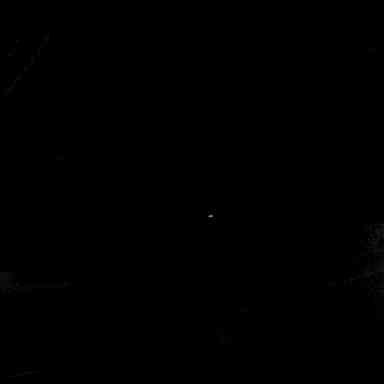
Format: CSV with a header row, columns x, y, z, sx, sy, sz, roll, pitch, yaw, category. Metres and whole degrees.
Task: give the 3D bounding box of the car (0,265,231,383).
x,y,z,sx,sy,sz,roll,pitch,yaw,category
-1.854,1.528,3.163,4.674,1.442,1.812,0,0,-25,car
